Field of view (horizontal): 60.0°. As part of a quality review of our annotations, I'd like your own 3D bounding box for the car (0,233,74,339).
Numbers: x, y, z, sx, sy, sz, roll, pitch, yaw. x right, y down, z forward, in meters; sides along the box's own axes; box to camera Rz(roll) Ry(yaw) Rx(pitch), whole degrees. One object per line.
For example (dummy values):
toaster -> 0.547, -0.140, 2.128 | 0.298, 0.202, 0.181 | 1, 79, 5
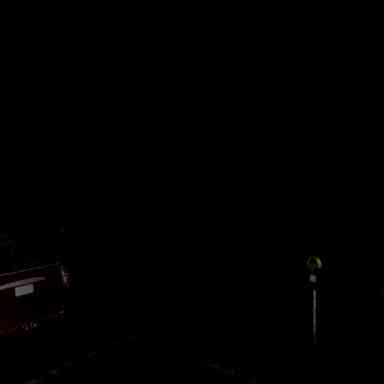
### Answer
car -> -3.995, 1.440, 5.928 | 4.097, 1.590, 1.967 | 0, 0, 36
